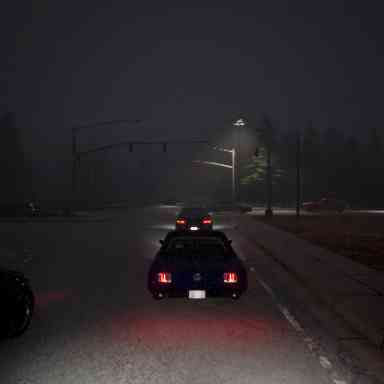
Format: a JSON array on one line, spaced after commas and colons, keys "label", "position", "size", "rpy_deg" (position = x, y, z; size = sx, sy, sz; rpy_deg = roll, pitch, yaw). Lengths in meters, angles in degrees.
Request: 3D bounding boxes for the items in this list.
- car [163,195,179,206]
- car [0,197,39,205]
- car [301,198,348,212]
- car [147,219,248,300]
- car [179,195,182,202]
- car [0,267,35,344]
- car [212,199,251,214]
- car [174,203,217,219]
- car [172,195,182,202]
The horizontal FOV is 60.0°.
[{"label": "car", "position": [-3.595, 1.528, 54.583], "size": [1.994, 1.385, 4.181], "rpy_deg": [0, 0, 0]}, {"label": "car", "position": [-18.343, 1.363, 35.028], "size": [4.553, 1.767, 2.097], "rpy_deg": [0, 0, 1]}, {"label": "car", "position": [15.151, 1.473, 38.126], "size": [5.008, 1.535, 1.882], "rpy_deg": [0, 0, 1]}, {"label": "car", "position": [0.099, 1.596, 8.341], "size": [1.895, 1.301, 4.718], "rpy_deg": [0, 0, 0]}, {"label": "car", "position": [-3.543, 1.521, 64.836], "size": [1.994, 1.385, 4.181], "rpy_deg": [0, 0, 1]}, {"label": "car", "position": [-3.601, 1.563, 3.817], "size": [1.994, 1.385, 4.181], "rpy_deg": [0, 0, 0]}, {"label": "car", "position": [3.823, 1.518, 34.723], "size": [4.674, 1.442, 1.812], "rpy_deg": [0, 1, 13]}, {"label": "car", "position": [0.099, 1.511, 17.396], "size": [1.812, 1.442, 4.674], "rpy_deg": [0, 0, 0]}, {"label": "car", "position": [-3.391, 1.427, 75.822], "size": [1.882, 1.535, 5.008], "rpy_deg": [0, 0, 1]}]
